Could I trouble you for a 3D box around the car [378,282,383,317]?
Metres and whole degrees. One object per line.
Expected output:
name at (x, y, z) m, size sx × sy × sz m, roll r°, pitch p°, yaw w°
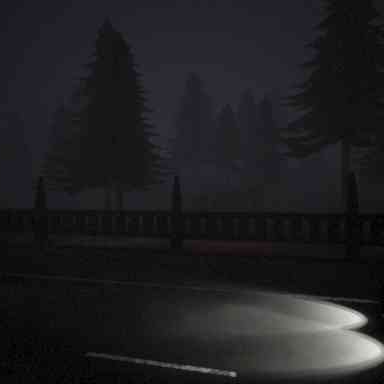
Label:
car at (5.117, 1.577, 4.802) m, size 4.181 × 1.385 × 1.994 m, roll 0°, pitch 0°, yaw 15°
